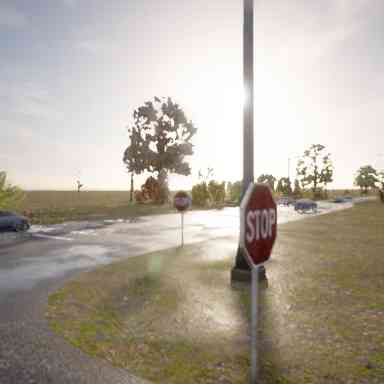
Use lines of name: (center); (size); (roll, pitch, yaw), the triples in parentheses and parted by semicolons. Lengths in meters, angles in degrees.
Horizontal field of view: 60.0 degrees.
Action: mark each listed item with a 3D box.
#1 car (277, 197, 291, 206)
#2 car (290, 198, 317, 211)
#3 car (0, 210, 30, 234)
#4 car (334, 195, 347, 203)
car: (16.205, 1.683, 57.561); (2.128, 1.511, 4.902); (0, 0, 34)
car: (14.627, 1.632, 42.664); (1.882, 1.535, 5.008); (0, 0, 34)
car: (-10.818, 1.600, 17.444); (1.994, 1.385, 4.181); (0, 0, 34)
car: (33.577, 1.765, 75.983); (2.033, 1.411, 5.357); (0, 0, 28)
